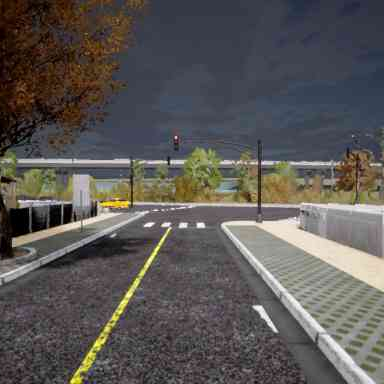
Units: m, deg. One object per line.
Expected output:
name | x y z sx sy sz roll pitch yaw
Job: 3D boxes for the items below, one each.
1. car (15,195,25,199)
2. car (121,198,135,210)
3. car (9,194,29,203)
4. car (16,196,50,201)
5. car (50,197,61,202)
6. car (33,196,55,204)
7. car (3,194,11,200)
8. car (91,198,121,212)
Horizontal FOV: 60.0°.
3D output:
car | -32.664 1.577 66.083 4.553 1.767 2.097 -1 2 36
car | -10.016 1.591 45.494 5.008 1.535 1.882 0 2 36
car | -38.941 1.440 74.654 4.553 1.767 2.097 -1 2 36
car | -25.170 1.816 52.507 5.008 1.535 1.882 0 2 36
car | -23.638 1.779 55.419 5.357 1.411 2.033 -1 2 36
car | -30.521 1.600 68.546 4.892 1.490 1.837 -1 2 36
car | -36.624 1.463 64.936 5.566 2.045 2.150 -1 2 36
car | -11.981 1.701 42.906 5.008 1.535 1.882 0 2 36
